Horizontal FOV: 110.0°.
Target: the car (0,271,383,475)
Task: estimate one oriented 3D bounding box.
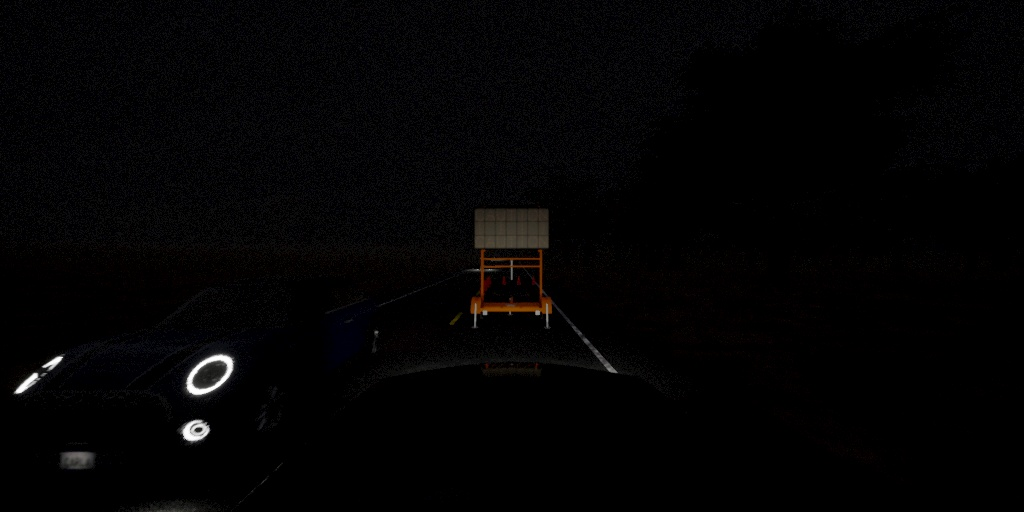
[{"bbox_3d":[-3.607,1.101,5.215,2.097,1.767,4.553,0,0,0],"label":"car"}]

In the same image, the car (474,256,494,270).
[{"bbox_3d":[-3.686,1.009,47.007,1.812,1.442,4.674,0,1,0],"label":"car"}]

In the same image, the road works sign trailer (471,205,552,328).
[{"bbox_3d":[-0.009,0.203,11.305,2.380,3.560,2.880,0,0,0],"label":"road works sign trailer"}]
